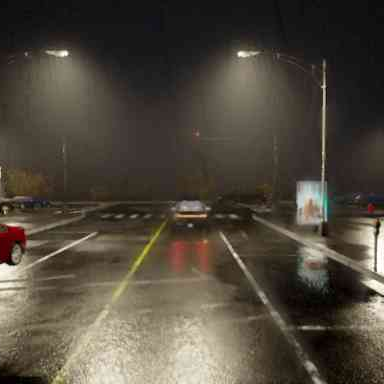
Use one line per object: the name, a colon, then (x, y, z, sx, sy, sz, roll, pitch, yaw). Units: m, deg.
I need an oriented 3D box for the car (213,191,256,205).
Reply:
car: (5.090, 0.693, 40.251, 4.902, 1.511, 2.128, 0, 2, 0)

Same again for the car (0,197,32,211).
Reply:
car: (-17.827, 1.138, 30.302, 4.902, 1.511, 2.128, 0, 2, 2)

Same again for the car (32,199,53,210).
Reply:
car: (-16.705, 1.144, 33.543, 4.718, 1.301, 1.895, 0, 2, 0)

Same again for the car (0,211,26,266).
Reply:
car: (-5.767, 1.405, 8.066, 1.887, 1.381, 4.507, -1, 1, 0)

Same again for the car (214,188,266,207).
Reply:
car: (5.266, 0.547, 36.014, 5.566, 2.045, 2.150, 0, 1, -13)

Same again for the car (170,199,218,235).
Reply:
car: (-0.069, 1.202, 16.732, 2.128, 1.511, 4.902, 0, 1, 0)

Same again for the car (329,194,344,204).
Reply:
car: (19.521, 0.657, 40.261, 5.357, 1.411, 2.033, 0, 2, 0)

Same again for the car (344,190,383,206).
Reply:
car: (19.979, 0.554, 37.002, 4.553, 1.767, 2.097, 0, 2, 0)
